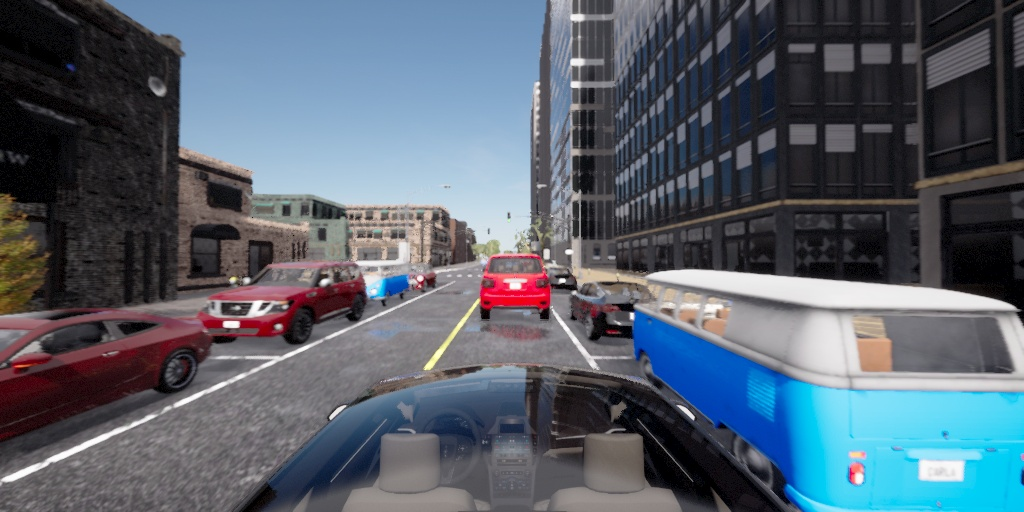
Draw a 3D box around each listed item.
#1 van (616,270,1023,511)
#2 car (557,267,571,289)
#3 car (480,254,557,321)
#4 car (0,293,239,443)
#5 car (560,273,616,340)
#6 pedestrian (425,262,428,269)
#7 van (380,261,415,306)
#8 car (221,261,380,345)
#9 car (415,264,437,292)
[{"bbox_3d":[2.658,1.093,4.077,1.690,1.789,3.998,0,0,0],"label":"van"},{"bbox_3d":[2.655,1.330,21.010,1.948,1.339,4.313,0,0,0],"label":"car"},{"bbox_3d":[0.095,0.975,12.748,2.150,2.045,5.566,0,-1,0],"label":"car"},{"bbox_3d":[-5.690,1.334,4.131,1.802,1.307,4.207,0,0,0],"label":"car"},{"bbox_3d":[2.657,1.322,9.721,1.948,1.339,4.313,0,0,0],"label":"car"},{"bbox_3d":[-12.553,1.427,52.589,0.375,1.300,0.375,0,0,1],"label":"pedestrian"},{"bbox_3d":[-5.692,1.101,15.418,1.690,1.789,3.998,0,0,0],"label":"van"},{"bbox_3d":[-5.691,1.071,9.774,2.192,1.841,5.009,0,0,0],"label":"car"},{"bbox_3d":[-5.693,1.204,21.062,1.967,1.591,4.097,0,0,0],"label":"car"}]
